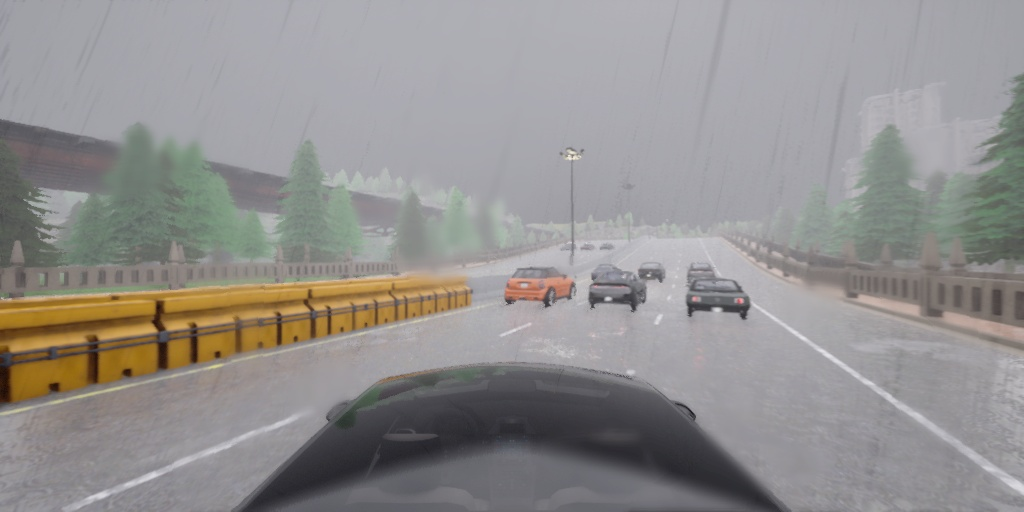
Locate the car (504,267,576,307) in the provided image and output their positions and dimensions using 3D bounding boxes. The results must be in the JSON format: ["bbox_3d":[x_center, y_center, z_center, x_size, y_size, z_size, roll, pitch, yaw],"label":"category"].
[{"bbox_3d":[1.462,1.278,16.907,2.097,1.767,4.553,0,-1,26],"label":"car"}]

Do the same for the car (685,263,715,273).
[{"bbox_3d":[14.309,1.248,27.287,2.128,1.511,4.902,0,2,26],"label":"car"}]

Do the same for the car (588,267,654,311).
[{"bbox_3d":[4.635,1.399,15.425,2.128,1.511,4.902,0,-1,26],"label":"car"}]

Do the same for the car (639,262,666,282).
[{"bbox_3d":[11.498,1.226,29.491,1.882,1.535,5.008,0,2,26],"label":"car"}]

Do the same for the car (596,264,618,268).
[{"bbox_3d":[8.018,1.364,30.345,1.994,1.385,4.181,0,2,26],"label":"car"}]

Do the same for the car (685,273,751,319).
[{"bbox_3d":[7.663,1.483,13.656,1.895,1.301,4.718,0,-1,27],"label":"car"}]
